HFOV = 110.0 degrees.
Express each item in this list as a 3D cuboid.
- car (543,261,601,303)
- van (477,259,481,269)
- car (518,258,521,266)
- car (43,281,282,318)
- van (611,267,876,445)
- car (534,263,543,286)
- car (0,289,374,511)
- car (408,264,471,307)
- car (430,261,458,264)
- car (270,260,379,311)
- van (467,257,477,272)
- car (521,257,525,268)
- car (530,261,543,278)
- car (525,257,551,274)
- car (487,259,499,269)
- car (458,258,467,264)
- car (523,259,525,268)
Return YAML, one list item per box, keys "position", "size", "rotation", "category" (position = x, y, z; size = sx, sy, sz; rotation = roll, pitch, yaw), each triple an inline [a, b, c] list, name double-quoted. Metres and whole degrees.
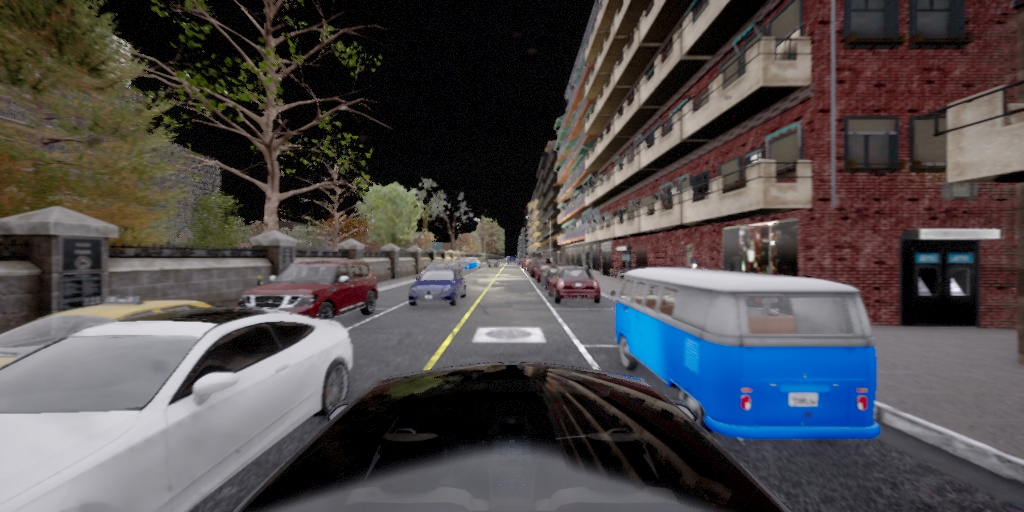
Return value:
- position: [2.690, 1.184, 16.423]
  size: [1.967, 1.591, 4.097]
  rotation: [0, 0, 0]
  category: "car"
- position: [-5.694, 1.094, 50.201]
  size: [1.690, 1.789, 3.998]
  rotation: [0, 0, 0]
  category: "van"
- position: [2.686, 1.081, 61.462]
  size: [2.192, 1.841, 5.009]
  rotation: [0, 0, 0]
  category: "car"
- position: [-5.689, 1.273, 4.993]
  size: [1.751, 1.417, 4.829]
  rotation: [0, 0, 0]
  category: "car"
- position: [2.691, 1.089, 5.163]
  size: [1.690, 1.789, 3.998]
  rotation: [0, 0, 0]
  category: "van"
- position: [2.689, 1.295, 22.053]
  size: [2.007, 1.370, 4.403]
  rotation: [0, 0, 0]
  category: "car"
- position: [-3.097, 1.275, 3.220]
  size: [1.812, 1.442, 4.674]
  rotation: [0, 0, 0]
  category: "car"
- position: [-3.090, 1.270, 15.684]
  size: [1.812, 1.442, 4.674]
  rotation: [0, 0, 0]
  category: "car"
- position: [-5.692, 1.184, 27.683]
  size: [1.967, 1.591, 4.097]
  rotation: [0, 0, 0]
  category: "car"
- position: [-5.691, 1.061, 10.792]
  size: [2.192, 1.841, 5.009]
  rotation: [0, 0, 0]
  category: "car"
- position: [-5.694, 1.090, 44.572]
  size: [1.690, 1.789, 3.998]
  rotation: [0, 0, 0]
  category: "van"
- position: [2.687, 1.193, 50.202]
  size: [1.967, 1.591, 4.097]
  rotation: [0, 0, 0]
  category: "car"
- position: [2.689, 1.289, 27.683]
  size: [1.888, 1.381, 4.507]
  rotation: [0, 0, 0]
  category: "car"
- position: [2.689, 1.060, 33.313]
  size: [2.192, 1.841, 5.009]
  rotation: [0, 0, 0]
  category: "car"
- position: [-3.058, 1.266, 58.609]
  size: [1.837, 1.490, 4.892]
  rotation: [0, 0, 0]
  category: "car"
- position: [-5.692, 1.185, 33.312]
  size: [1.967, 1.591, 4.097]
  rotation: [0, 0, 0]
  category: "car"
- position: [2.687, 1.295, 44.573]
  size: [1.888, 1.381, 4.507]
  rotation: [0, 0, 0]
  category: "car"
